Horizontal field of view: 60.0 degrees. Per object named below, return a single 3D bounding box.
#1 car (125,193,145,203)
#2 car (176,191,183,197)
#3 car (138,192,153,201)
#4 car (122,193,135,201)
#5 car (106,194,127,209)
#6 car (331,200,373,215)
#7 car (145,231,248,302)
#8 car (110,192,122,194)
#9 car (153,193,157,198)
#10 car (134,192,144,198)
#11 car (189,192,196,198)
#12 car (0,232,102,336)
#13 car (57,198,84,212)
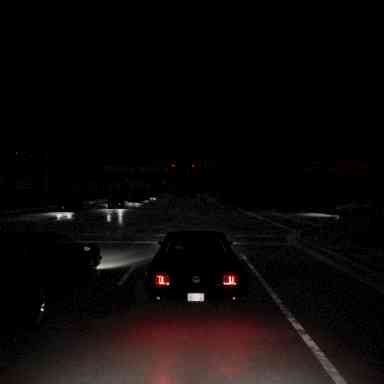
[{"bbox_3d":[-10.553,1.357,61.631,1.994,1.385,4.181,0,1,0],"label":"car"},{"bbox_3d":[-3.486,0.588,92.999,2.097,1.767,4.553,0,1,0],"label":"car"},{"bbox_3d":[-10.488,1.151,74.049,2.033,1.411,5.357,0,1,0],"label":"car"},{"bbox_3d":[-13.989,1.106,73.080,1.882,1.535,5.008,0,1,0],"label":"car"},{"bbox_3d":[-10.137,1.459,44.428,1.837,1.490,4.892,-1,0,-8],"label":"car"},{"bbox_3d":[16.161,1.526,32.830,4.674,1.442,1.812,0,0,-2],"label":"car"},{"bbox_3d":[0.084,1.601,8.193,1.895,1.301,4.718,0,0,0],"label":"car"},{"bbox_3d":[-14.059,1.020,61.077,2.150,2.045,5.566,0,1,0],"label":"car"},{"bbox_3d":[-10.486,0.863,88.619,1.994,1.385,4.181,0,1,0],"label":"car"},{"bbox_3d":[-13.986,0.855,87.783,1.812,1.442,4.674,0,1,0],"label":"car"},{"bbox_3d":[0.014,0.829,89.507,2.128,1.511,4.902,0,1,0],"label":"car"},{"bbox_3d":[-3.419,1.547,6.812,2.033,1.411,5.357,0,0,0],"label":"car"},{"bbox_3d":[-14.095,1.472,38.739,2.128,1.511,4.902,0,0,0],"label":"car"}]
